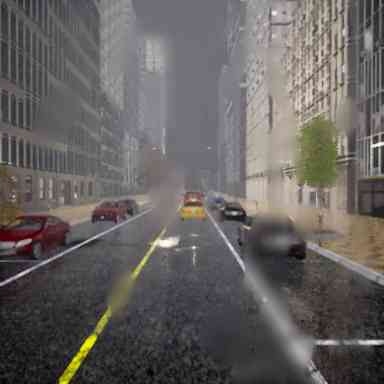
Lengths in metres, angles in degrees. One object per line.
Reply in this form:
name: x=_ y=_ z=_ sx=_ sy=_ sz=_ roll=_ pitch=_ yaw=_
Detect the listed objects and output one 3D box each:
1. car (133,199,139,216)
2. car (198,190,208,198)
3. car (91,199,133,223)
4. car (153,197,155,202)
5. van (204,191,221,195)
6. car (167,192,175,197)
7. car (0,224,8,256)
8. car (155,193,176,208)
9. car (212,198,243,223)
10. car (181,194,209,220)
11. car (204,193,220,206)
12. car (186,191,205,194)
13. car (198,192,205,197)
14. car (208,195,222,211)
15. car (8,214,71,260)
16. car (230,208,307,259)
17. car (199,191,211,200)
car: x=-5.684 y=1.310 z=28.984 sx=1.947 sy=1.339 sz=4.313 roll=0 pitch=1 yaw=0
car: x=2.706 y=0.564 z=80.200 sx=2.192 sy=1.841 sz=5.009 roll=0 pitch=1 yaw=0
car: x=-5.685 y=1.340 z=23.292 sx=1.887 sy=1.381 sz=4.507 roll=0 pitch=1 yaw=0
car: x=-5.680 y=1.002 z=57.276 sx=1.752 sy=1.417 sz=4.829 roll=0 pitch=1 yaw=0
van: x=2.699 y=0.980 z=40.358 sx=1.690 sy=1.788 sz=3.998 roll=0 pitch=1 yaw=0
car: x=-5.675 y=0.698 z=91.600 sx=1.947 sy=1.339 sz=4.313 roll=0 pitch=1 yaw=0
car: x=-5.688 y=1.490 z=6.214 sx=1.887 sy=1.381 sz=4.507 roll=0 pitch=0 yaw=0
car: x=-3.087 y=1.164 z=40.451 sx=1.812 sy=1.442 sz=4.674 roll=0 pitch=0 yaw=0
car: x=2.696 y=1.361 z=23.282 sx=1.947 sy=1.339 sz=4.313 roll=0 pitch=1 yaw=0
car: x=0.102 y=1.239 z=25.129 sx=1.801 sy=1.575 sz=5.366 roll=0 pitch=1 yaw=0
car: x=2.700 y=1.026 z=46.050 sx=1.967 sy=1.590 sz=4.097 roll=0 pitch=1 yaw=0
car: x=0.104 y=0.860 z=40.563 sx=2.150 sy=2.045 sz=5.566 roll=0 pitch=1 yaw=0
car: x=2.706 y=0.656 z=91.755 sx=1.752 sy=1.417 sz=4.829 roll=0 pitch=1 yaw=0
car: x=2.698 y=1.258 z=34.666 sx=1.947 sy=1.339 sz=4.313 roll=0 pitch=1 yaw=0
car: x=-5.687 y=1.478 z=11.908 sx=1.802 sy=1.307 sz=4.206 roll=0 pitch=0 yaw=0
car: x=2.694 y=1.462 z=11.898 sx=1.947 sy=1.339 sz=4.313 roll=0 pitch=1 yaw=0
car: x=2.704 y=0.678 z=68.816 sx=2.192 sy=1.841 sz=5.009 roll=0 pitch=1 yaw=0
